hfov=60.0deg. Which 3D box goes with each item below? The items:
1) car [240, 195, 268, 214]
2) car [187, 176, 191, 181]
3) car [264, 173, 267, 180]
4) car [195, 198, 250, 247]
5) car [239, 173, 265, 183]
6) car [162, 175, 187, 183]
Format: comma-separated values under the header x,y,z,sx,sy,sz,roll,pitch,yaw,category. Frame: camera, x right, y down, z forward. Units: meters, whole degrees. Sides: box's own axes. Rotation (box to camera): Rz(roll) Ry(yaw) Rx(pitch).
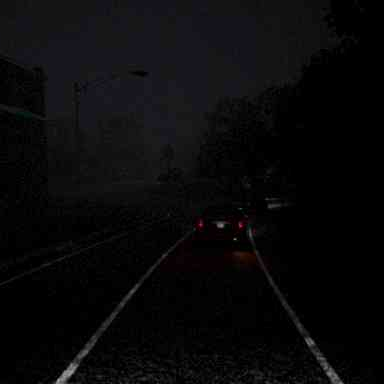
x,y,z,sx,sy,sz,roll,pitch,yaw,category
5.504,1.033,30.839,2.128,1.511,4.902,3,6,32,car
-2.709,-3.148,75.668,4.902,1.511,2.128,-2,6,-20,car
14.099,-3.347,74.811,5.566,2.045,2.150,3,6,24,car
1.383,1.354,15.228,2.097,1.767,4.553,1,0,7,car
12.575,-2.774,71.986,4.902,1.511,2.128,3,6,24,car
-4.103,-2.770,71.477,4.892,1.490,1.837,-3,6,-30,car
